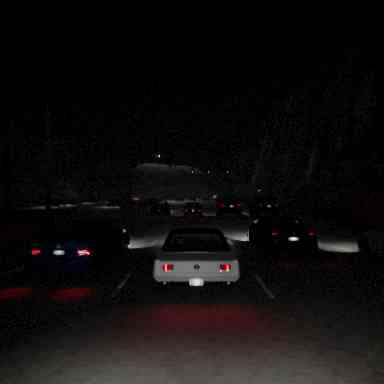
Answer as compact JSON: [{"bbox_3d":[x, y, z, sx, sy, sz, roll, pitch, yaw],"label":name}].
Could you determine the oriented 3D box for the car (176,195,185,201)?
[{"bbox_3d":[-3.265,1.698,88.925,1.882,1.535,5.008,0,1,0],"label":"car"}]

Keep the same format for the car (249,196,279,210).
[{"bbox_3d":[7.102,1.420,33.228,2.150,2.045,5.566,0,0,0],"label":"car"}]

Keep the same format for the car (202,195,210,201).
[{"bbox_3d":[3.734,1.745,88.875,2.128,1.511,4.902,0,1,0],"label":"car"}]

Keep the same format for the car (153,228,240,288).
[{"bbox_3d":[0.101,1.657,9.354,1.895,1.301,4.718,0,0,0],"label":"car"}]

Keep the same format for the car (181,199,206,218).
[{"bbox_3d":[0.101,1.742,32.427,2.033,1.411,5.357,0,0,0],"label":"car"}]

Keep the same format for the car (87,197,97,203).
[{"bbox_3d":[-24.336,1.847,80.097,1.994,1.385,4.181,0,0,0],"label":"car"}]

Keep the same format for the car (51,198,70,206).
[{"bbox_3d":[-24.487,1.795,60.342,1.882,1.535,5.008,0,0,0],"label":"car"}]

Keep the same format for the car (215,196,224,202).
[{"bbox_3d":[7.236,1.765,89.032,2.033,1.411,5.357,0,1,0],"label":"car"}]

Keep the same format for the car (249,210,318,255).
[{"bbox_3d":[3.600,1.646,13.775,1.994,1.385,4.181,0,0,0],"label":"car"}]

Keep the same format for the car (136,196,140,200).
[{"bbox_3d":[-13.832,1.814,80.564,1.812,1.442,4.674,0,0,0],"label":"car"}]

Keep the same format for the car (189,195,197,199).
[{"bbox_3d":[0.237,1.773,89.279,1.994,1.385,4.181,0,1,0],"label":"car"}]

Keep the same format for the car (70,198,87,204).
[{"bbox_3d":[-24.415,1.927,70.024,1.895,1.301,4.718,0,0,0],"label":"car"}]

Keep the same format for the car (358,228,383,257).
[{"bbox_3d":[7.101,1.588,10.440,1.812,1.442,4.674,0,0,0],"label":"car"}]

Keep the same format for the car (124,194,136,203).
[{"bbox_3d":[-13.912,1.555,70.385,2.150,2.045,5.566,0,0,0],"label":"car"}]

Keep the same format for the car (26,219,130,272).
[{"bbox_3d":[-3.402,1.614,11.015,2.033,1.411,5.357,0,0,0],"label":"car"}]

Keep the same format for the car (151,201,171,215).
[{"bbox_3d":[-3.397,1.712,36.744,2.128,1.511,4.902,0,0,0],"label":"car"}]

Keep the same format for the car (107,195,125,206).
[{"bbox_3d":[-13.988,1.822,60.290,1.837,1.490,4.892,0,0,0],"label":"car"}]

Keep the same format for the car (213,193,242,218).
[{"bbox_3d":[3.602,1.419,33.024,2.150,2.045,5.566,0,0,0],"label":"car"}]
